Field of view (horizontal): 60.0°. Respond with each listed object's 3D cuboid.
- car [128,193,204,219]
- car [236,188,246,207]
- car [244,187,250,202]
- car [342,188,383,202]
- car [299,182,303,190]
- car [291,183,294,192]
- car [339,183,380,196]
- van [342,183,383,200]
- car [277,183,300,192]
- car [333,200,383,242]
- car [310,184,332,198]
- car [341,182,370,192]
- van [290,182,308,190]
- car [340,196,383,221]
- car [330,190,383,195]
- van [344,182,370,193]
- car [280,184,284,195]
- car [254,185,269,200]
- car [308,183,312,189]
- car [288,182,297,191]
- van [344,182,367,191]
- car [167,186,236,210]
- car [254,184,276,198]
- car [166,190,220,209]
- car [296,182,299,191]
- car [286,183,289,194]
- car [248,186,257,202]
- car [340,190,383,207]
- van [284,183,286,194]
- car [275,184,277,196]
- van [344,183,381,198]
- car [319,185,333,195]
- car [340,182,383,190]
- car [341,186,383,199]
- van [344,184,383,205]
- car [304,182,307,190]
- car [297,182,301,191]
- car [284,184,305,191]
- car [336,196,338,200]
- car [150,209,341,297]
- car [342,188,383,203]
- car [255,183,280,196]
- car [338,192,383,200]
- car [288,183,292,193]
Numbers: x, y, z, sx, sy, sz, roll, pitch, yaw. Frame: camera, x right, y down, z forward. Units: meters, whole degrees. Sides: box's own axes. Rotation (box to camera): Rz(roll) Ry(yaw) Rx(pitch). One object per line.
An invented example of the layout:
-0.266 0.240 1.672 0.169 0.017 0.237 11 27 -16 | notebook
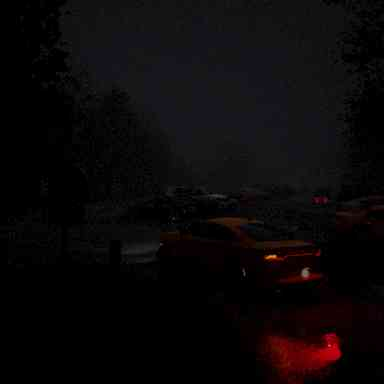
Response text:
-2.001 1.057 22.083 4.792 1.488 2.163 1 3 25 | car
1.664 0.695 29.557 5.366 1.575 1.946 1 3 25 | car
2.657 0.585 32.153 4.892 1.521 2.231 1 3 25 | car
20.325 0.285 39.252 4.792 1.488 2.163 1 2 25 | car
19.823 -0.832 70.055 5.366 1.575 1.946 1 2 25 | car
15.340 -0.450 59.901 4.792 1.488 2.163 1 2 25 | car
26.041 -0.438 51.847 5.566 2.045 2.435 1 2 25 | car
21.346 -0.065 41.800 4.442 1.987 1.878 1 2 24 | van
21.120 -1.038 72.509 4.553 1.767 2.185 1 2 25 | car
8.810 1.336 14.223 5.008 1.535 2.097 1 3 25 | car
18.515 -0.022 47.227 2.128 1.511 4.902 1 2 25 | car
35.324 -1.135 72.097 5.566 2.045 2.435 1 2 25 | car
29.130 -1.673 90.185 4.442 1.987 1.878 1 1 25 | van
12.222 1.049 21.660 4.674 1.452 2.002 1 3 25 | car
13.210 0.892 24.250 5.366 1.575 1.946 1 3 25 | car
31.994 -0.847 64.487 4.442 1.987 1.878 1 2 25 | van
10.768 -0.102 49.787 4.792 1.488 2.163 1 2 25 | car
6.002 0.243 39.907 5.366 1.575 1.946 1 3 25 | car
26.956 -1.597 85.092 5.566 2.045 2.435 1 2 25 | car
16.354 -0.571 62.488 5.366 1.575 1.946 1 2 25 | car
36.609 -1.193 74.555 4.442 1.987 1.878 1 2 25 | van
0.364 0.555 27.090 5.566 2.045 2.435 1 3 25 | car
7.444 0.149 42.162 5.366 1.575 1.946 1 3 25 | car
-0.813 0.917 24.589 5.008 1.535 2.097 1 3 25 | car
17.685 -0.651 64.930 4.892 1.521 2.231 1 2 25 | car
13.027 -0.276 54.857 4.792 1.488 2.163 1 2 25 | car
3.639 0.467 34.754 5.366 1.575 1.946 1 3 25 | car
16.813 0.596 31.732 4.792 1.488 2.163 1 3 25 | car
12.004 -0.443 52.265 4.442 1.987 1.878 1 2 25 | van
8.423 0.051 44.756 4.892 1.521 2.231 1 3 25 | car
23.865 -0.238 46.754 4.442 1.987 1.878 1 2 25 | van
22.805 -0.358 56.582 1.882 1.535 5.008 1 2 25 | car
15.711 0.427 29.181 5.566 2.045 2.435 1 3 25 | car
22.609 0.073 44.292 5.008 1.535 2.097 1 2 25 | car
18.150 0.230 34.290 4.442 1.987 1.878 1 3 25 | van
23.456 -1.086 77.547 5.008 1.535 2.097 1 2 25 | car
18.830 -0.738 67.458 4.892 1.521 2.231 1 2 25 | car
24.620 -1.133 80.068 4.674 1.452 2.002 1 2 25 | car
11.044 1.149 19.154 4.792 1.488 2.163 1 3 25 | car
0.892 1.389 8.476 1.882 1.535 5.008 2 -1 -31 | car
19.225 0.379 36.854 4.792 1.488 2.163 1 3 25 | car
9.614 -0.168 47.261 4.553 1.767 2.185 1 2 25 | car
9.997 1.100 16.719 4.553 1.767 2.185 1 3 25 | car
14.184 -0.363 57.379 4.792 1.488 2.163 1 2 25 | car
